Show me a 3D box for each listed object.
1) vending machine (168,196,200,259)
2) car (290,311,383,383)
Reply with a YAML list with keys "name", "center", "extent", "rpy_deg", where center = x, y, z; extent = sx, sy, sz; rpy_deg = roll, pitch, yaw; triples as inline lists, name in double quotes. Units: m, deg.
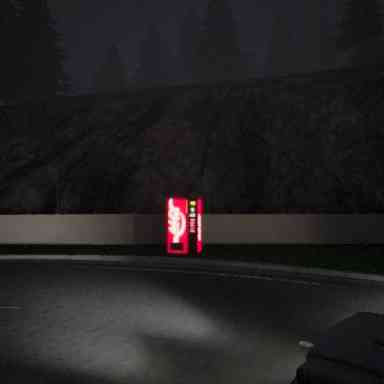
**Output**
- name: "vending machine"
  center: [-0.263, 1.195, 11.787]
  extent: [0.880, 2.100, 1.100]
  rpy_deg: [0, 0, 14]
- name: "car"
  center: [3.030, 1.601, 1.903]
  extent: [4.718, 1.301, 1.895]
  rpy_deg: [0, 0, 41]
